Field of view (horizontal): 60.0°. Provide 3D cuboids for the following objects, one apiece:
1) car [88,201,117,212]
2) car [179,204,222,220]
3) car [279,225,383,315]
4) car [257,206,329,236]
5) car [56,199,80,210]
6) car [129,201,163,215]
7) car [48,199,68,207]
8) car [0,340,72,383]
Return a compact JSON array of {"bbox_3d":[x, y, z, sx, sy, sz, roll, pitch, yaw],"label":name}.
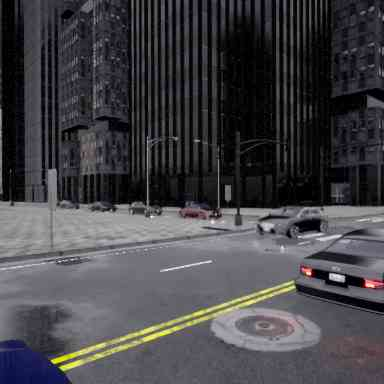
[{"bbox_3d":[-11.929,1.930,44.086,2.033,1.411,5.357,0,0,-42],"label":"car"},{"bbox_3d":[0.704,1.751,29.936,1.994,1.385,4.181,0,0,-43],"label":"car"},{"bbox_3d":[4.406,1.547,7.498,5.357,1.411,2.033,0,0,-42],"label":"car"},{"bbox_3d":[5.344,1.493,17.339,4.902,1.511,2.128,0,0,-42],"label":"car"},{"bbox_3d":[-19.283,2.006,52.390,1.837,1.490,4.892,0,0,-41],"label":"car"},{"bbox_3d":[-5.140,1.782,36.481,1.837,1.490,4.892,0,0,-42],"label":"car"},{"bbox_3d":[-26.093,2.124,64.721,1.882,1.535,5.008,0,0,-42],"label":"car"},{"bbox_3d":[-2.685,1.601,1.148,4.718,1.301,1.895,0,0,-42],"label":"car"}]
